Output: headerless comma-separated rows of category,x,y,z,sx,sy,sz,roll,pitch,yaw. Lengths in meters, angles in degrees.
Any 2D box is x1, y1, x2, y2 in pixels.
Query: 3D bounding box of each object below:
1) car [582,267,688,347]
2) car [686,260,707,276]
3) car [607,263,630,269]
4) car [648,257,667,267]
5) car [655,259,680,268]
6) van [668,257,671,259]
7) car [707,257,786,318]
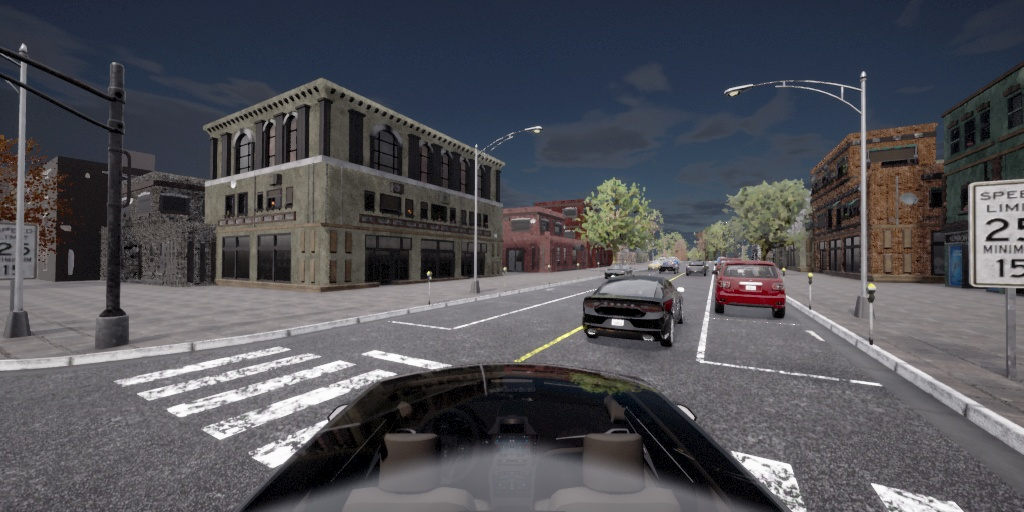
car,3.419,1.230,9.586,1.882,1.535,5.008,0,0,30
car,19.040,1.252,36.877,2.128,1.511,4.902,0,0,30
car,9.523,1.324,31.779,1.948,1.339,4.313,0,0,30
car,20.421,1.286,50.893,1.751,1.417,4.829,0,0,30
car,18.234,1.361,41.627,1.895,1.301,4.718,0,0,30
van,23.251,1.101,55.856,1.690,1.789,3.998,0,0,30
car,8.572,1.069,13.192,2.192,1.841,5.009,0,0,30
